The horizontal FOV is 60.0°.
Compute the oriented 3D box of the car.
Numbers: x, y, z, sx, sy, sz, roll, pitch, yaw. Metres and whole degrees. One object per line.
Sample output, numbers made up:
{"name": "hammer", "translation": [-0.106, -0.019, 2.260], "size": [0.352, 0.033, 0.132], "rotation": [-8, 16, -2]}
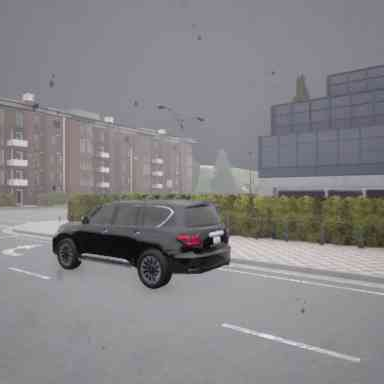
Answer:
{"name": "car", "translation": [-1.596, 1.222, 9.414], "size": [5.566, 2.045, 2.150], "rotation": [0, 0, 35]}
